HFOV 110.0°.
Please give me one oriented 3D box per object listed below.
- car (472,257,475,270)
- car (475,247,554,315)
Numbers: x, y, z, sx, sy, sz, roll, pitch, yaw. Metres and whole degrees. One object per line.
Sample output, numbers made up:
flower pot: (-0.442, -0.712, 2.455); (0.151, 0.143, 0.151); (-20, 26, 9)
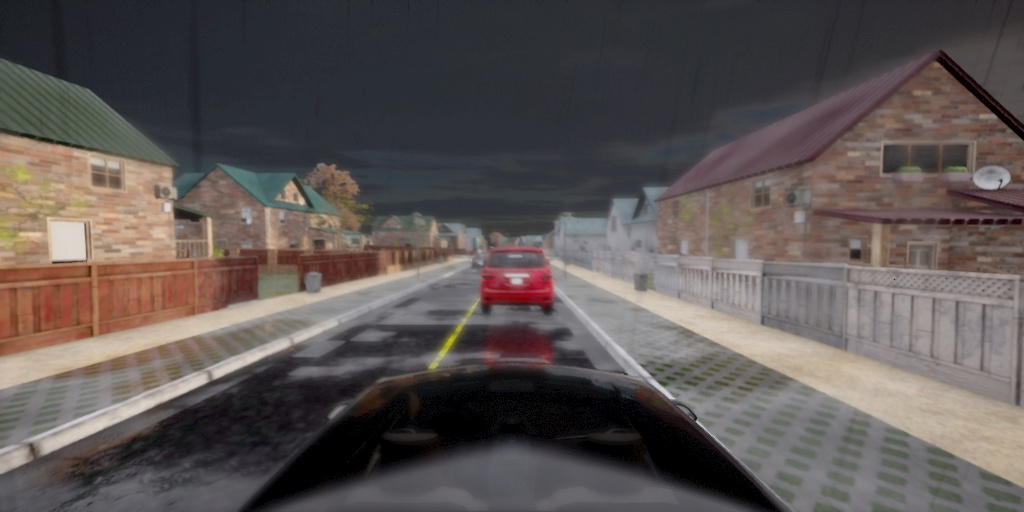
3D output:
car: (-2.580, 0.447, 33.050); (2.128, 1.511, 4.902); (0, 1, 1)
car: (0.175, 0.703, 12.353); (2.150, 2.045, 5.566); (0, 2, 1)
